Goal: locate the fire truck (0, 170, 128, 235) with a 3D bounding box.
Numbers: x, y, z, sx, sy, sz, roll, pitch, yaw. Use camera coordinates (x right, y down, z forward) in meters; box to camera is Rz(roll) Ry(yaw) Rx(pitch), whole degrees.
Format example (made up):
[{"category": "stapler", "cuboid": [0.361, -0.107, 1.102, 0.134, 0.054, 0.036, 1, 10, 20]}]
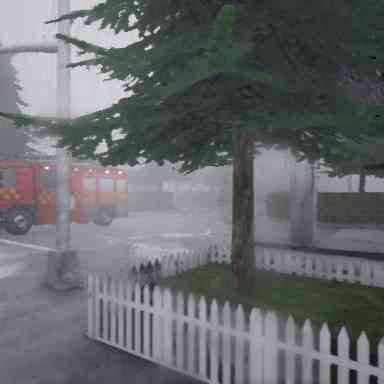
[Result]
[{"category": "fire truck", "cuboid": [-7.469, 0.058, 18.106, 2.891, 3.827, 8.468, 0, 0, 35]}]
